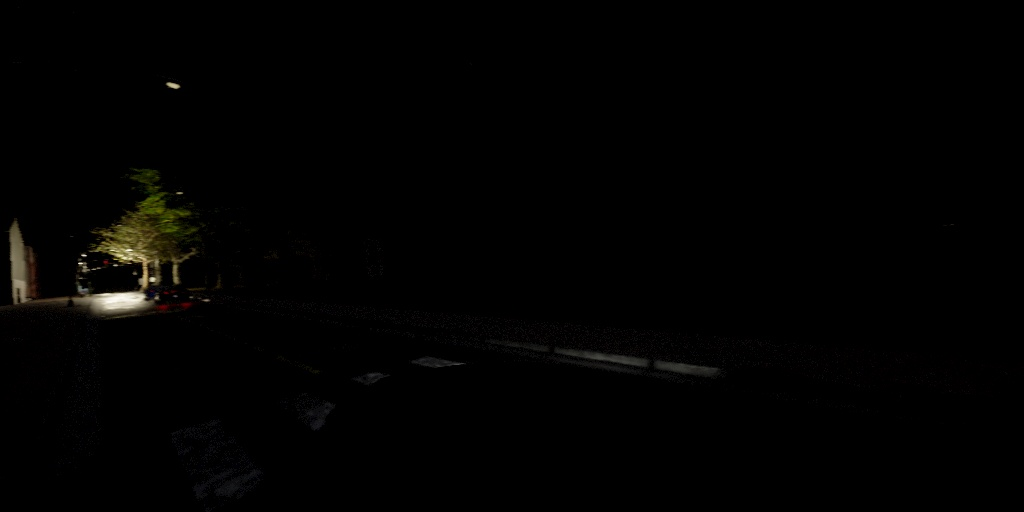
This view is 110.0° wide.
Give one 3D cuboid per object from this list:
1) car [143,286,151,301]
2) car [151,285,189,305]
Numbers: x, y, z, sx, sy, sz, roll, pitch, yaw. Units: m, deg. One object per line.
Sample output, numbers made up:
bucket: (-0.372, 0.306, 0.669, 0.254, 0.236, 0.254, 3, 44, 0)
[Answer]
car: (-37.282, 3.822, 37.735, 5.008, 1.535, 1.882, -4, 0, 41)
car: (-29.590, 3.282, 31.148, 5.008, 1.535, 1.882, -4, 0, 41)
